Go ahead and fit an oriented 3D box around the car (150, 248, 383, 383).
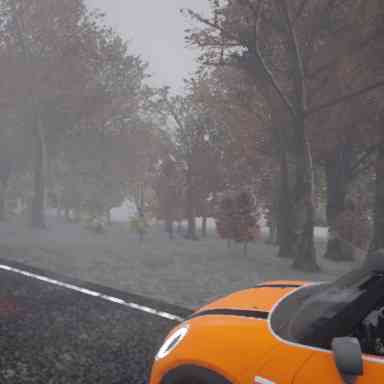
[{"bbox_3d":[1.815,1.199,2.440,4.553,1.767,2.097,-3,-1,35],"label":"car"}]
